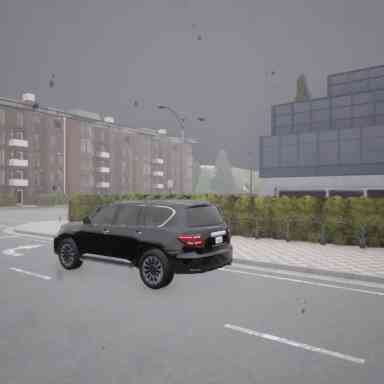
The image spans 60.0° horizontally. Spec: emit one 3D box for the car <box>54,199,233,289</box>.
[{"bbox_3d":[-1.552,1.221,9.387,5.566,2.045,2.150,0,0,35],"label":"car"}]
